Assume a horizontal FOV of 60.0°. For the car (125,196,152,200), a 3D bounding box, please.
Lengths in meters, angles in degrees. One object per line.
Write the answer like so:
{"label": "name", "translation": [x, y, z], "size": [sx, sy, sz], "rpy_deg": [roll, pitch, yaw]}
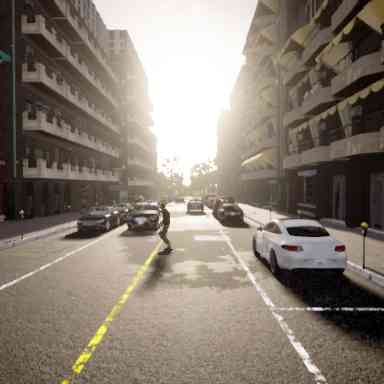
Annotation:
{"label": "car", "translation": [-5.441, 1.299, 31.091], "size": [2.192, 1.841, 5.009], "rpy_deg": [-1, 0, 1]}

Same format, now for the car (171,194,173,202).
{"label": "car", "translation": [-5.153, 1.492, 64.066], "size": [1.752, 1.417, 4.829], "rpy_deg": [-1, 0, 1]}

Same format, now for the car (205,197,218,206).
{"label": "car", "translation": [3.134, 1.555, 53.164], "size": [1.802, 1.307, 4.206], "rpy_deg": [-1, 0, 1]}

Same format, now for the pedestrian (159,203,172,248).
{"label": "pedestrian", "translation": [-1.058, 1.287, 13.107], "size": [0.375, 1.860, 0.375], "rpy_deg": [-1, 1, 1]}

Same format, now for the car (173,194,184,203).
{"label": "car", "translation": [-2.412, 1.566, 68.299], "size": [1.895, 1.301, 4.718], "rpy_deg": [0, 0, 0]}

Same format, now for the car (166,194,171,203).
{"label": "car", "translation": [-5.198, 1.514, 58.711], "size": [1.887, 1.381, 4.507], "rpy_deg": [-1, 0, 1]}

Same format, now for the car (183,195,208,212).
{"label": "car", "translation": [0.420, 1.472, 37.885], "size": [2.128, 1.511, 4.902], "rpy_deg": [0, 0, 0]}

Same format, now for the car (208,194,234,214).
{"label": "car", "translation": [2.939, 1.299, 31.067], "size": [2.192, 1.841, 5.009], "rpy_deg": [-1, 0, 1]}

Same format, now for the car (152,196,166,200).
{"label": "car", "translation": [-5.293, 1.526, 47.663], "size": [2.008, 1.369, 4.403], "rpy_deg": [-1, 0, 1]}

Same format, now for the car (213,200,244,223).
{"label": "car", "translation": [2.896, 1.553, 25.543], "size": [1.947, 1.339, 4.313], "rpy_deg": [-1, 0, 1]}

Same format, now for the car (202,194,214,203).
{"label": "car", "translation": [3.273, 1.278, 69.736], "size": [2.192, 1.841, 5.009], "rpy_deg": [-1, 0, 1]}

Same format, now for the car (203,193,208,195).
{"label": "car", "translation": [3.177, 1.285, 58.687], "size": [2.192, 1.841, 5.009], "rpy_deg": [-1, 0, 1]}

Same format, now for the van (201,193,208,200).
{"label": "van", "translation": [3.463, 1.288, 91.832], "size": [1.690, 1.788, 3.998], "rpy_deg": [-1, 0, 1]}

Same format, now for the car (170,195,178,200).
{"label": "car", "translation": [-4.914, 1.472, 91.686], "size": [1.752, 1.417, 4.829], "rpy_deg": [-1, 0, 1]}

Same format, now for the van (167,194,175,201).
{"label": "van", "translation": [-5.011, 1.297, 80.808], "size": [1.690, 1.788, 3.998], "rpy_deg": [-1, 0, 1]}

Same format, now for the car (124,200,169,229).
{"label": "car", "translation": [-2.915, 1.481, 21.467], "size": [2.128, 1.511, 4.902], "rpy_deg": [0, 0, 1]}

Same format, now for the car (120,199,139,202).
{"label": "car", "translation": [-5.484, 1.538, 25.567], "size": [2.008, 1.369, 4.403], "rpy_deg": [-1, 0, 1]}

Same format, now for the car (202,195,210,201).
{"label": "car", "translation": [3.372, 1.500, 80.784], "size": [1.887, 1.381, 4.507], "rpy_deg": [-1, 0, 1]}

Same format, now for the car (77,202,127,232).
{"label": "car", "translation": [-5.532, 1.541, 20.045], "size": [2.008, 1.369, 4.403], "rpy_deg": [-1, 0, 1]}

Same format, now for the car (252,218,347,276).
{"label": "car", "translation": [3.088, 1.521, 10.253], "size": [1.812, 1.442, 4.674], "rpy_deg": [0, 0, 0]}
